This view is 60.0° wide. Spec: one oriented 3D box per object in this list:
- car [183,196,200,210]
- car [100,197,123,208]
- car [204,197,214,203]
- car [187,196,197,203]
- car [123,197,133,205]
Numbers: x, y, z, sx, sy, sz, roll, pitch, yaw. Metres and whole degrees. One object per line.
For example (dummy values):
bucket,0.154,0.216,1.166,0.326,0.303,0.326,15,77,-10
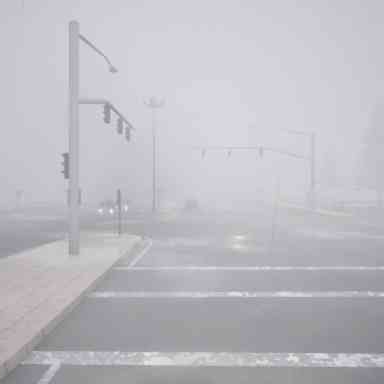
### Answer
car,-0.029,1.522,43.519,1.812,1.442,4.674,0,0,0
car,-11.572,1.597,47.180,1.895,1.301,4.718,0,0,1
car,3.455,1.595,68.987,1.895,1.301,4.718,0,0,0
car,-0.045,1.558,68.954,1.994,1.385,4.181,0,0,0
car,-11.568,1.596,57.168,1.895,1.301,4.718,0,0,0
